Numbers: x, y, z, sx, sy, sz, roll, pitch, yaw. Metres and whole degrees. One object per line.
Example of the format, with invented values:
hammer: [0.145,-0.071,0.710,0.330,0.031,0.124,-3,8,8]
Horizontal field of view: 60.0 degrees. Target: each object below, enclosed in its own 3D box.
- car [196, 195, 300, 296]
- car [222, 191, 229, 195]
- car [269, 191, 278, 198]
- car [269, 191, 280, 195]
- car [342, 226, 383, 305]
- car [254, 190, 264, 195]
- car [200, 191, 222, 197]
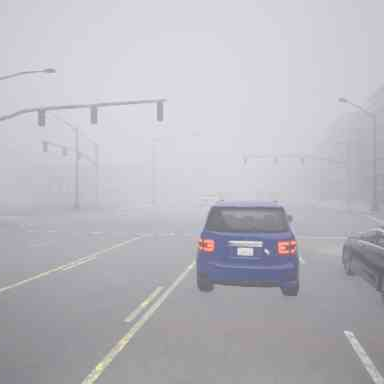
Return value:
car: [1.517,1.221,8.930,2.150,2.045,5.566,0,0,11]
car: [4.547,0.926,57.667,2.150,2.045,5.566,0,1,11]
car: [20.757,0.552,84.975,2.097,1.767,4.553,0,1,11]
car: [18.773,0.881,74.973,2.128,1.511,4.902,0,1,11]
car: [4.784,1.492,7.407,2.128,1.511,4.902,0,0,11]
car: [15.302,0.904,75.471,1.994,1.385,4.181,0,1,11]
car: [2.515,1.079,47.481,2.150,2.045,5.566,0,1,11]
